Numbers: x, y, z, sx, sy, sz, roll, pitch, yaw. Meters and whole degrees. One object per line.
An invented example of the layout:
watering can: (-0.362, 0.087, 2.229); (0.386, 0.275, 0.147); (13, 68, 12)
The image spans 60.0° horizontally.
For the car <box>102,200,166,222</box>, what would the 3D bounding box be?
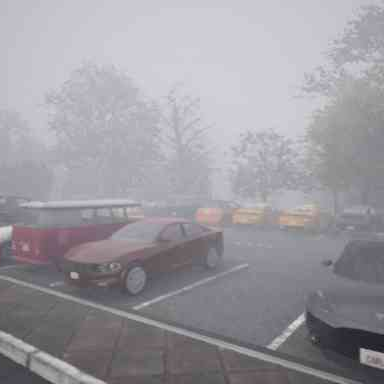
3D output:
car: (-4.626, 1.470, 27.410); (1.946, 1.575, 5.366); (0, 0, 36)

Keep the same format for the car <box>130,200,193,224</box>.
car: (-2.270, 1.473, 25.946); (2.231, 1.521, 4.892); (0, 0, 36)

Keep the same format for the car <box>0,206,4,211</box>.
car: (-7.764, 1.501, 13.840); (2.163, 1.488, 4.792); (0, 0, 36)

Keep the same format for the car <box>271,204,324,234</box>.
car: (6.748, 1.471, 19.506); (2.097, 1.535, 5.008); (0, 0, 36)

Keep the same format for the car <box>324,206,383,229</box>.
car: (9.002, 1.473, 17.895); (2.231, 1.521, 4.892); (0, 0, 36)

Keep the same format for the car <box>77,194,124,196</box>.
car: (-6.755, 1.228, 29.193); (2.435, 2.045, 5.566); (0, 0, 36)

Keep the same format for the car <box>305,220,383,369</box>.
car: (3.495, 1.501, 5.724); (2.163, 1.488, 4.792); (0, 0, 36)

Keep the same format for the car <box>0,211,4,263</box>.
car: (-5.521, 1.512, 12.205); (2.002, 1.452, 4.674); (0, 0, 36)

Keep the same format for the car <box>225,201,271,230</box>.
car: (4.392, 1.471, 21.189); (2.097, 1.535, 5.008); (0, 0, 36)

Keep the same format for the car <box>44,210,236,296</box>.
car: (-1.001, 1.471, 8.980); (2.097, 1.535, 5.008); (0, 0, 36)

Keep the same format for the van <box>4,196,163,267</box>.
van: (-3.196, 1.246, 10.684); (1.878, 1.987, 4.442); (0, 0, 36)

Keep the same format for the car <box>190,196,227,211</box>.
car: (2.224, 1.346, 22.705); (2.185, 1.767, 4.553); (0, 0, 36)

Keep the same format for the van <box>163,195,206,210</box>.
van: (0.056, 1.246, 24.436); (1.878, 1.987, 4.442); (0, 0, 36)

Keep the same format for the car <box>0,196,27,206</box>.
car: (-10.057, 1.220, 15.407); (2.435, 2.045, 5.566); (0, 0, 36)
